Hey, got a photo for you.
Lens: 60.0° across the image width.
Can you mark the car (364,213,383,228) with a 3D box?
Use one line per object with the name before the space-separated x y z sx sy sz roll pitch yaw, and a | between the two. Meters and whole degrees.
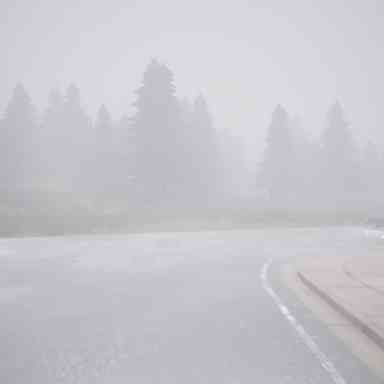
car | 13.823 1.637 21.328 5.357 1.411 2.033 0 0 -16
